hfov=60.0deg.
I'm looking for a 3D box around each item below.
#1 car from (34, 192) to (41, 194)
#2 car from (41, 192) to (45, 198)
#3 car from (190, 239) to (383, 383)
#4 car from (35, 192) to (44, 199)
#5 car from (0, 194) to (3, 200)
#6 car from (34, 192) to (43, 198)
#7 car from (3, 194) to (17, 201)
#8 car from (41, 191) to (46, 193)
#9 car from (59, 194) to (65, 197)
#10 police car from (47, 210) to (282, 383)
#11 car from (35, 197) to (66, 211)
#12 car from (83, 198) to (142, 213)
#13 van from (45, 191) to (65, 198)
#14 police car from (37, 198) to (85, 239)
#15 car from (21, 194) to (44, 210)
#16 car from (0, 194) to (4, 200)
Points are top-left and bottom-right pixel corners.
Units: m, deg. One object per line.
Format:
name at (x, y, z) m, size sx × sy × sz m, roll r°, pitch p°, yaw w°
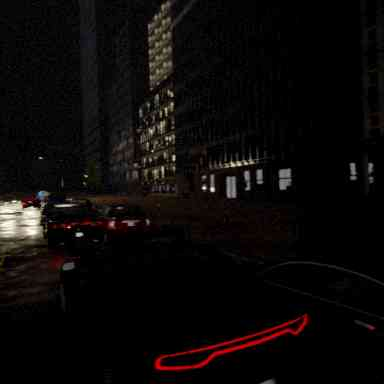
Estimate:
car at (-22.784, 1.091, 46.716) m, size 1.882 × 1.535 × 5.008 m, roll -2°, pitch 1°, yaw -27°
car at (-20.843, 1.101, 48.858) m, size 1.802 × 1.307 × 4.206 m, roll -1°, pitch 1°, yaw -27°
car at (1.903, 1.402, 4.190) m, size 2.008 × 1.369 × 4.403 m, roll -1°, pitch 1°, yaw -27°
car at (-36.085, 0.828, 78.788) m, size 1.752 × 1.417 × 4.829 m, roll -1°, pitch 1°, yaw -27°
car at (-35.894, 0.999, 59.946) m, size 2.192 × 1.841 × 5.009 m, roll -1°, pitch 1°, yaw -27°
car at (-38.535, 0.814, 83.600) m, size 1.887 × 1.381 × 4.507 m, roll -1°, pitch 1°, yaw -27°
car at (-36.168, 1.123, 66.397) m, size 1.994 × 1.385 × 4.181 m, roll -2°, pitch 1°, yaw -27°
car at (-23.448, 1.006, 53.972) m, size 1.752 × 1.417 × 4.829 m, roll -1°, pitch 1°, yaw -27°
car at (-8.208, 1.142, 24.042) m, size 1.967 × 1.590 × 4.097 m, roll -1°, pitch 1°, yaw -27°
police car at (-0.706, 1.329, 4.862) m, size 1.930 × 1.638 × 5.238 m, roll -2°, pitch 1°, yaw -29°
car at (-7.729, 1.296, 19.133) m, size 1.837 × 1.490 × 4.892 m, roll -2°, pitch 1°, yaw -27°
car at (-3.154, 1.216, 14.115) m, size 1.967 × 1.590 × 4.097 m, roll -1°, pitch 1°, yaw -27°
van at (-15.792, 0.933, 38.930) m, size 1.690 × 1.788 × 3.998 m, roll -1°, pitch 1°, yaw -27°
police car at (-5.112, 1.258, 13.842) m, size 1.930 × 1.638 × 5.238 m, roll -2°, pitch 1°, yaw -28°
car at (-18.262, 1.279, 37.888) m, size 1.895 × 1.301 × 4.718 m, roll -2°, pitch 1°, yaw -27°
car at (-43.473, 1.122, 74.839) m, size 1.887 × 1.381 × 4.507 m, roll -1°, pitch 1°, yaw -27°
